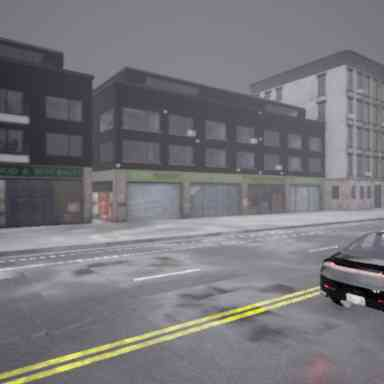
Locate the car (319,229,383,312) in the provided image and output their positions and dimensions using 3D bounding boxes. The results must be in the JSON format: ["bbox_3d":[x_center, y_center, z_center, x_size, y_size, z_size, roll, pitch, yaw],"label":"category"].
[{"bbox_3d":[4.587,1.506,6.722,4.902,1.511,2.128,0,0,-36],"label":"car"}]
